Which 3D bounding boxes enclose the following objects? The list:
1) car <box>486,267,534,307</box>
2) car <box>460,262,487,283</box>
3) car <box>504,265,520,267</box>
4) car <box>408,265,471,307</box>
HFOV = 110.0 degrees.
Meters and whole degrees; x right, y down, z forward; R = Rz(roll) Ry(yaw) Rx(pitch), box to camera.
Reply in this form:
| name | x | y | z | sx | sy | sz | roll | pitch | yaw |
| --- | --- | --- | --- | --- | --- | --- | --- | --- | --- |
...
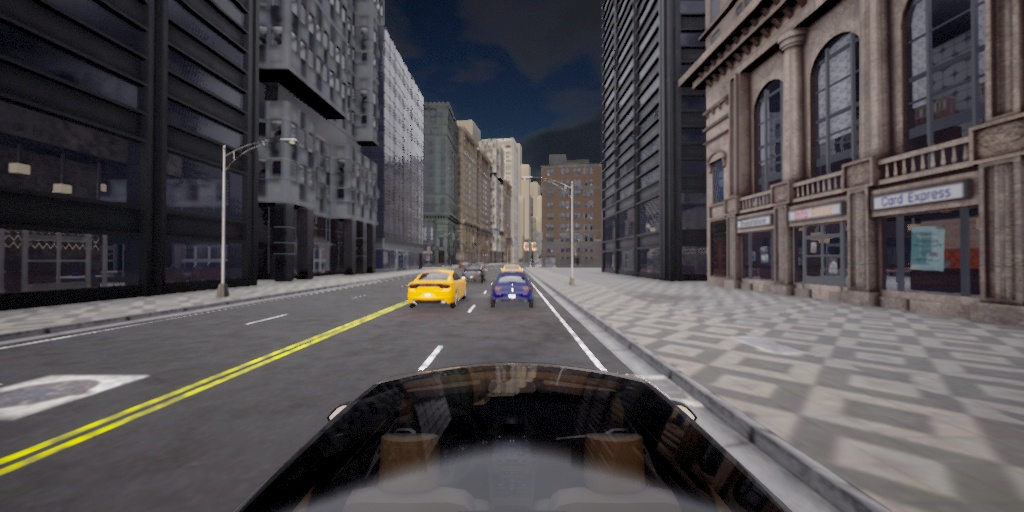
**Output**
| name | x | y | z | sx | sy | sz | roll | pitch | yaw |
| --- | --- | --- | --- | --- | --- | --- | --- | --- | --- |
| car | 0.009 | 1.414 | 16.242 | 1.812 | 1.442 | 4.674 | 0 | 0 | 0 |
| car | -3.239 | 1.522 | 31.155 | 2.128 | 1.511 | 4.902 | 0 | 0 | 0 |
| car | 0.014 | 1.509 | 31.331 | 1.882 | 1.535 | 5.008 | 0 | 0 | 0 |
| car | -3.240 | 1.366 | 16.321 | 1.882 | 1.535 | 5.008 | 0 | 0 | 0 |
